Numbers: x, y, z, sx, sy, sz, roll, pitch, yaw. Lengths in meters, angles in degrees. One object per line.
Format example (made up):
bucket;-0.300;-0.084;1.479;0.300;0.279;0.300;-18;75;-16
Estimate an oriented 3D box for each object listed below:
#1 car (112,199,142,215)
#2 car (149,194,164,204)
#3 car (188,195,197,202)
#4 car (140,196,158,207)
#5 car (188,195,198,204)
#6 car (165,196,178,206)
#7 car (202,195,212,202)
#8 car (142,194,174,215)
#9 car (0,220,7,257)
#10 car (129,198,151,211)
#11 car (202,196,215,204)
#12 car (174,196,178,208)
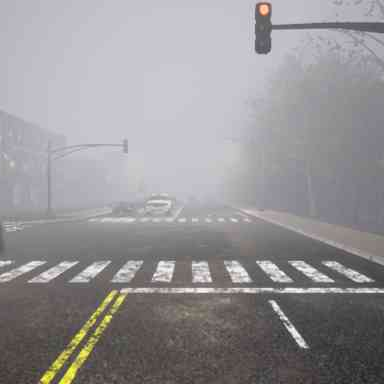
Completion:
car;-6.557;1.586;33.142;1.895;1.301;4.718;0;0;0
car;-6.493;1.321;61.177;2.097;1.767;4.553;0;0;0
car;0.087;1.437;75.017;1.882;1.535;5.008;0;0;0
car;-6.530;1.466;51.124;2.128;1.511;4.902;0;0;0
car;0.172;1.458;64.707;2.128;1.511;4.902;0;0;0
car;-3.277;1.478;53.940;1.837;1.490;4.892;0;0;0
car;3.335;1.499;74.740;2.033;1.411;5.357;0;0;0
car;-3.304;1.206;33.735;2.150;2.045;5.566;0;0;0
car;-6.324;1.221;7.179;2.150;2.045;5.566;1;0;0
car;-6.537;1.544;42.070;1.994;1.385;4.181;0;0;1
car;3.423;1.567;64.722;1.895;1.301;4.718;0;0;0
car;-3.291;1.580;43.791;1.895;1.301;4.718;0;0;1
